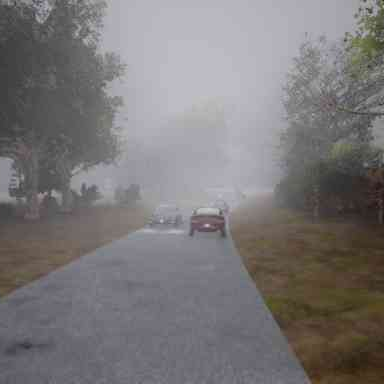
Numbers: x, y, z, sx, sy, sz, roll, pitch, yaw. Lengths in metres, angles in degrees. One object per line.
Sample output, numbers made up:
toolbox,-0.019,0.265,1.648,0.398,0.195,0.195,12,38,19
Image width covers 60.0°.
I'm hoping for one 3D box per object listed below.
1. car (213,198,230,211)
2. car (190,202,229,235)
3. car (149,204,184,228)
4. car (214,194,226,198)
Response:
car,3.425,1.772,39.702,1.994,1.385,4.181,1,0,9
car,0.957,1.554,19.239,1.882,1.535,5.008,0,-1,4
car,-1.672,1.595,23.005,1.837,1.490,4.892,0,-1,5
car,5.187,1.160,62.583,1.882,1.535,5.008,1,3,14
